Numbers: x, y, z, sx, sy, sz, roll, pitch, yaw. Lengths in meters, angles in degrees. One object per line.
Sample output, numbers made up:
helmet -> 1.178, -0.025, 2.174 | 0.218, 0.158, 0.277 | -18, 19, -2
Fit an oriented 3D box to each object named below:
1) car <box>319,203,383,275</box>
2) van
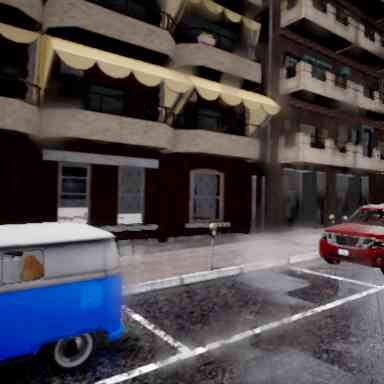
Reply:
car -> 6.172, 1.322, 10.477 | 5.009, 1.841, 2.192 | 0, 1, -35
van -> -2.831, 1.341, 4.052 | 3.998, 1.788, 1.690 | 0, 1, -35
